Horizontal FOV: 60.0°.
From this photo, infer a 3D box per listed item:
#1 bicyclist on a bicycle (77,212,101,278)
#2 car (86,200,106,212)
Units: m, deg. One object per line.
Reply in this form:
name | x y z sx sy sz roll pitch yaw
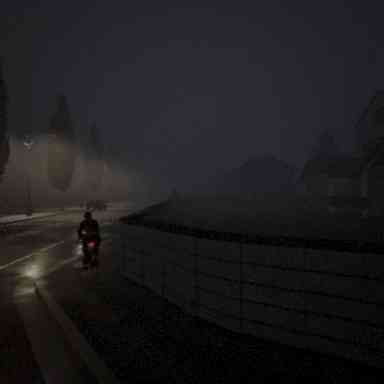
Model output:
bicyclist on a bicycle | -2.703 1.355 8.745 0.582 1.620 1.656 -1 1 -32
car | -12.667 1.776 44.043 1.837 1.490 4.892 -1 0 -3
